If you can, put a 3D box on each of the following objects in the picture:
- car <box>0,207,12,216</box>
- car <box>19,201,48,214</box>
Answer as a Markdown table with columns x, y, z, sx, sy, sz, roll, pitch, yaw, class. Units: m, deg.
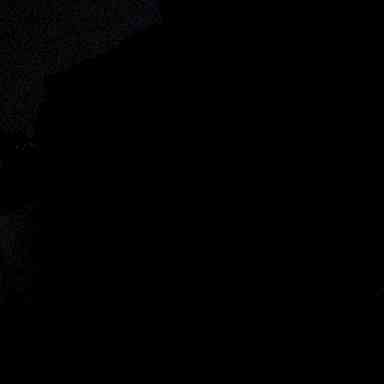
| x | y | z | sx | sy | sz | roll | pitch | yaw | class |
| --- | --- | --- | --- | --- | --- | --- | --- | --- | --- |
| -20.325 | 1.820 | 33.071 | 2.008 | 1.369 | 4.403 | -1 | 0 | 35 | car |
| -16.965 | 1.749 | 37.853 | 1.752 | 1.417 | 4.829 | -1 | 0 | 35 | car |
